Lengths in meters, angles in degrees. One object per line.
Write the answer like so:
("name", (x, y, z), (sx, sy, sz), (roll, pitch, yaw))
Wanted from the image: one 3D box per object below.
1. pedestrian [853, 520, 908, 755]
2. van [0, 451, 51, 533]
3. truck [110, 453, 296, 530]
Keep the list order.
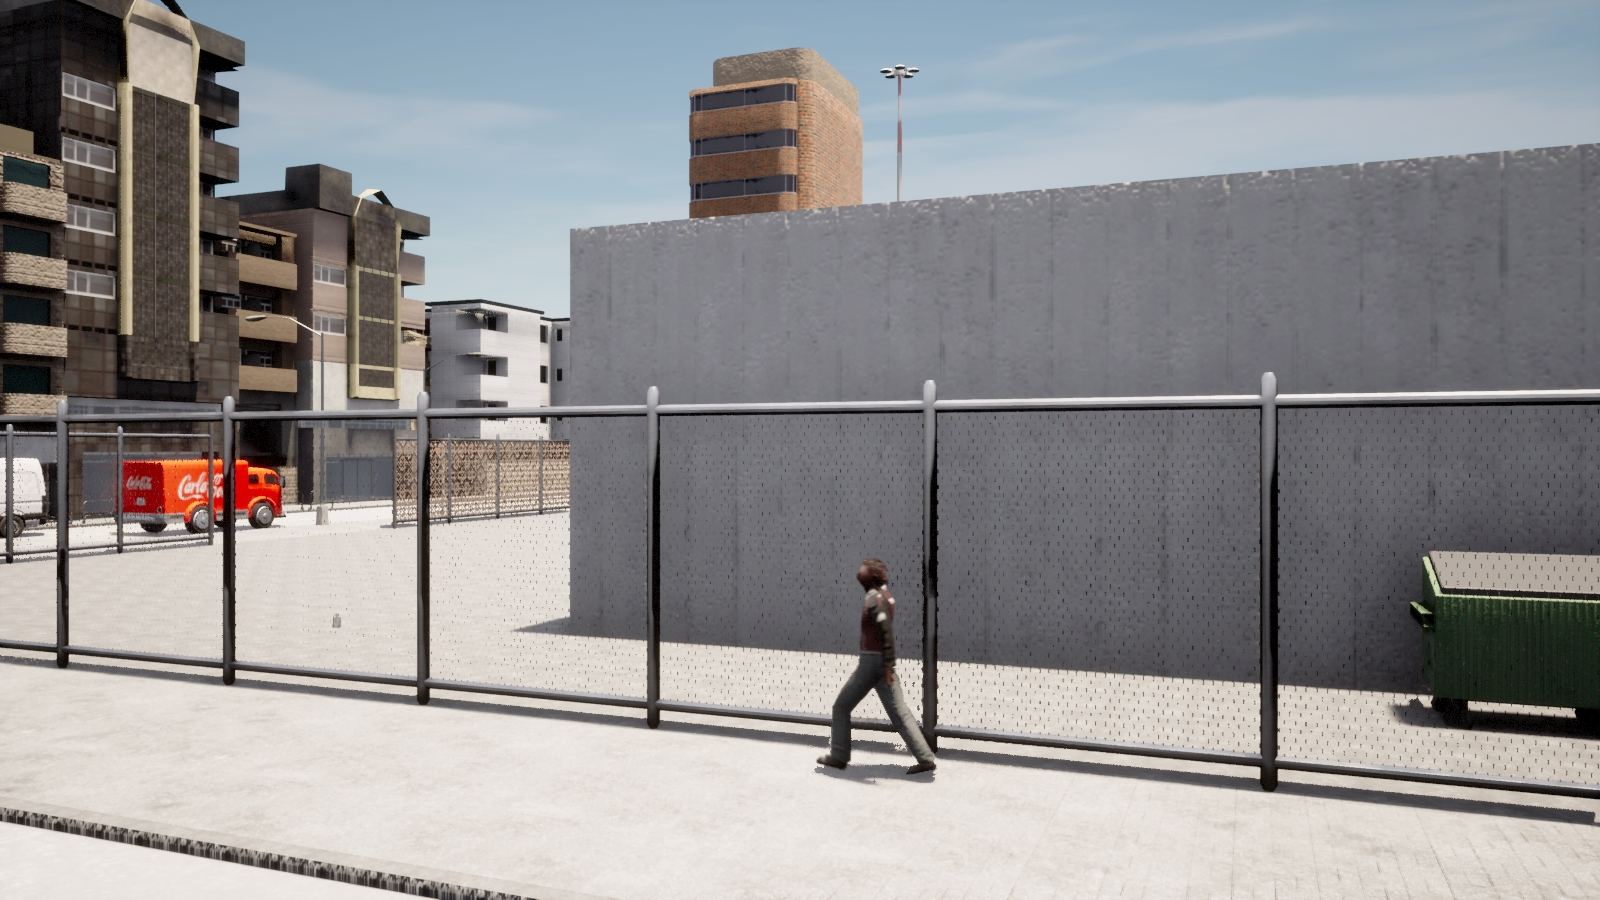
("pedestrian", (0.669, 1.524, 9.439), (0.375, 1.860, 0.375), (0, 0, 18))
("van", (-26.517, 1.314, 35.024), (1.988, 2.561, 5.915), (0, 0, 21))
("truck", (-20.491, 1.345, 39.514), (2.627, 2.467, 5.204), (0, 0, 23))
